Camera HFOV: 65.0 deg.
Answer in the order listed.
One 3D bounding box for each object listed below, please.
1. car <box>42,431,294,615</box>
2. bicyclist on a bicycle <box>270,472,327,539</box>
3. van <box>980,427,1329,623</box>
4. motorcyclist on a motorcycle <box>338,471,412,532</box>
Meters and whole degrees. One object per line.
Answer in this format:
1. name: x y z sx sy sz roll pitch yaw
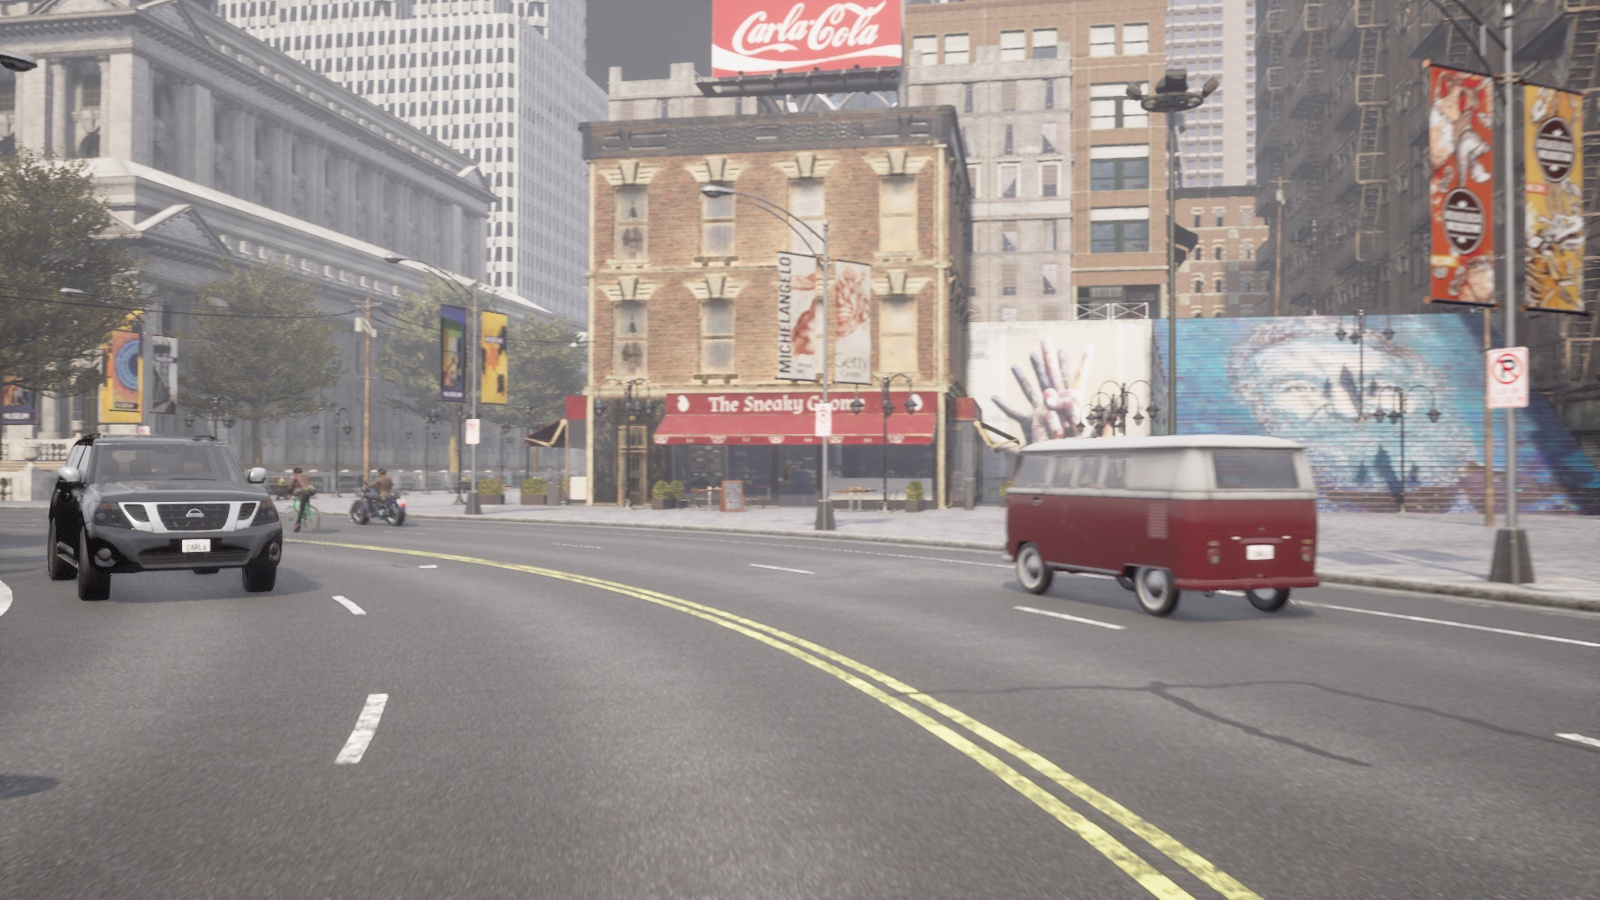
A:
1. car: -8.645 0.861 16.863 2.150 2.045 5.566 1 -1 -36
2. bicyclist on a bicycle: -12.357 1.349 30.919 1.656 1.620 0.582 -1 -1 39
3. van: 4.031 0.801 15.162 1.775 1.987 4.442 0 -1 -20
4. motorcyclist on a motorcycle: -11.862 1.413 35.001 2.350 1.649 0.766 -1 -1 37
